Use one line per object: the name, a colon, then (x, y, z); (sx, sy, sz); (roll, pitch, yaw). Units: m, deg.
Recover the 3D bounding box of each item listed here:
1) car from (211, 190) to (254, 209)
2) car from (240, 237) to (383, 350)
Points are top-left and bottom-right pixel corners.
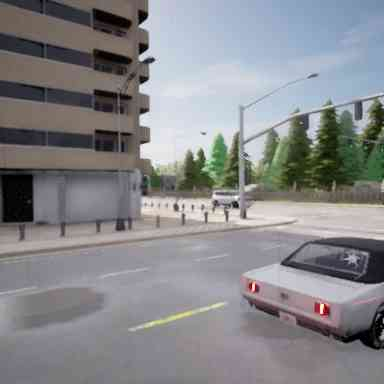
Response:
car: (4.533, 0.807, 38.246); (2.150, 2.045, 5.566); (-1, 1, -36)
car: (3.196, 1.491, 6.065); (4.718, 1.301, 1.895); (-1, 1, -35)
